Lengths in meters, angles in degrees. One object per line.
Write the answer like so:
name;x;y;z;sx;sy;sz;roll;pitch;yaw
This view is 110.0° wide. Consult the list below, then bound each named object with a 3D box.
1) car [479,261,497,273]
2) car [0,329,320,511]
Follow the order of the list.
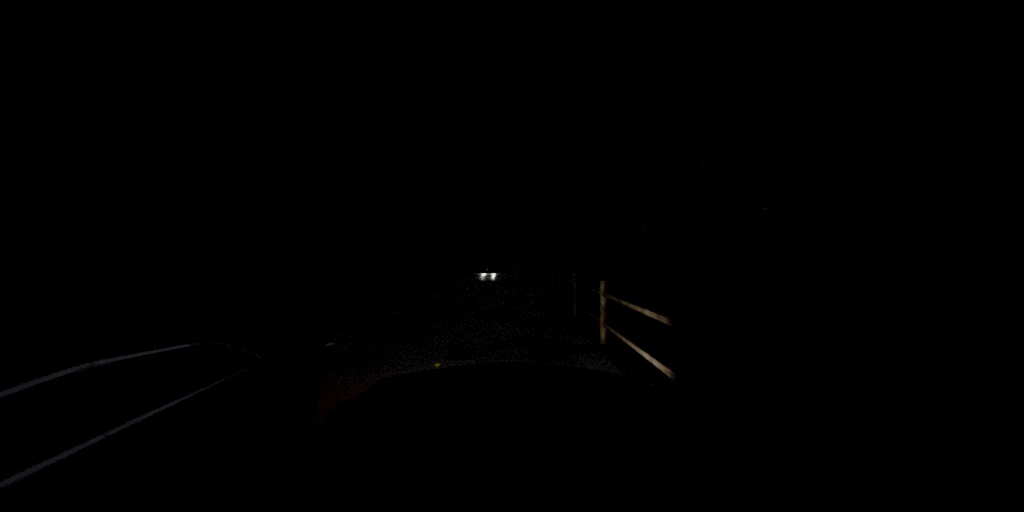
car;-2.830;1.348;43.514;1.994;1.385;4.181;0;0;0
car;-2.850;1.242;1.625;2.128;1.511;4.902;0;0;0
